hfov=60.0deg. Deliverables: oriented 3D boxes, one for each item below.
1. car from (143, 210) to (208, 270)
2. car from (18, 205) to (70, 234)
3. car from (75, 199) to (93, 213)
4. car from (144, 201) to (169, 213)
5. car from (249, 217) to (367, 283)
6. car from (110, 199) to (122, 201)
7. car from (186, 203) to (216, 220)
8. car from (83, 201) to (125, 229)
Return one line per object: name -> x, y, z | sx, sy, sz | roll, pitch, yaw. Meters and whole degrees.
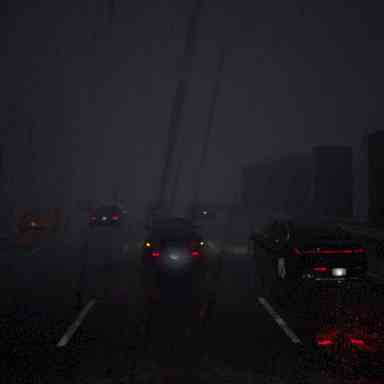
car -> -0.632, 1.531, 10.963 | 1.812, 1.442, 4.674 | 0, 0, -5
car -> -8.779, 1.545, 20.097 | 1.882, 1.535, 5.008 | 0, 0, -8
car -> -12.550, 1.575, 39.095 | 1.882, 1.535, 5.008 | 0, 0, -14
car -> -3.095, 1.503, 28.670 | 1.882, 1.535, 5.008 | 0, 0, -10
car -> 2.998, 1.483, 9.610 | 1.837, 1.490, 4.892 | 0, 0, -5
car -> -9.201, 1.550, 40.113 | 1.882, 1.535, 5.008 | 0, 0, -14
car -> 0.660, 1.561, 27.524 | 1.994, 1.385, 4.181 | 0, 0, -10
car -> -5.489, 1.590, 21.888 | 2.033, 1.411, 5.357 | 0, 0, -9
